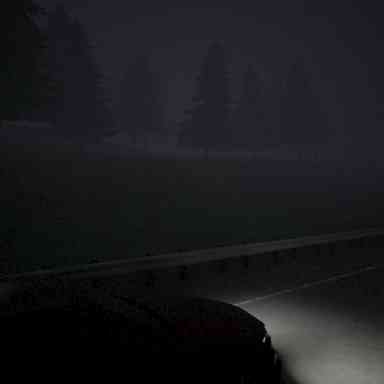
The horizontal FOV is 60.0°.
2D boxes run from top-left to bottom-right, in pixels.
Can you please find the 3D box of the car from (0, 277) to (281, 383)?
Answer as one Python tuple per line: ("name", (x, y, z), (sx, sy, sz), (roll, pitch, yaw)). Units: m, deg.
("car", (-1.254, 1.530, 2.892), (4.674, 1.442, 1.812), (0, 0, -36))
